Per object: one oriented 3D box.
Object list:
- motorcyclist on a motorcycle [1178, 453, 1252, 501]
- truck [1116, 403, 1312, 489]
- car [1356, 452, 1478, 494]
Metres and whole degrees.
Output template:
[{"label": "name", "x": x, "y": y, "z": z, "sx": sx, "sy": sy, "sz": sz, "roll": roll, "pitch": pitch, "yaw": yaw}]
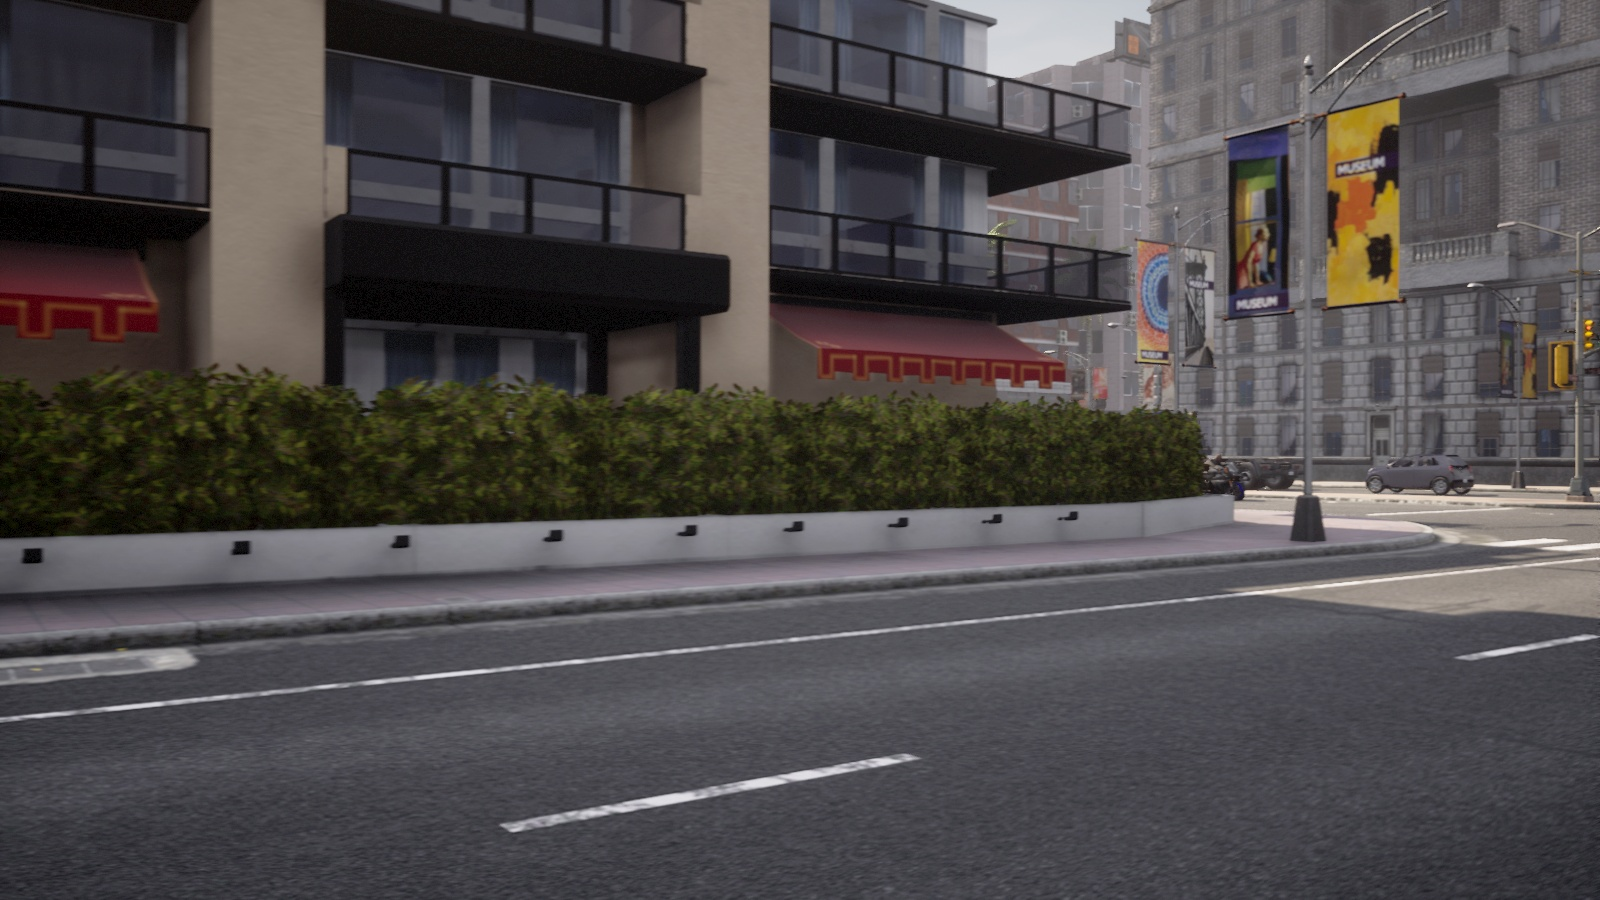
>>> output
[{"label": "motorcyclist on a motorcycle", "x": 13.403, "y": 0.851, "z": 40.590, "sx": 0.866, "sy": 1.530, "sz": 2.191, "roll": 0, "pitch": 0, "yaw": -35}, {"label": "truck", "x": 17.773, "y": -0.141, "z": 54.528, "sx": 2.891, "sy": 3.462, "sz": 7.936, "roll": 0, "pitch": 0, "yaw": -35}, {"label": "car", "x": 23.004, "y": 0.825, "z": 46.923, "sx": 1.845, "sy": 1.501, "sz": 3.633, "roll": 0, "pitch": 0, "yaw": -35}]
